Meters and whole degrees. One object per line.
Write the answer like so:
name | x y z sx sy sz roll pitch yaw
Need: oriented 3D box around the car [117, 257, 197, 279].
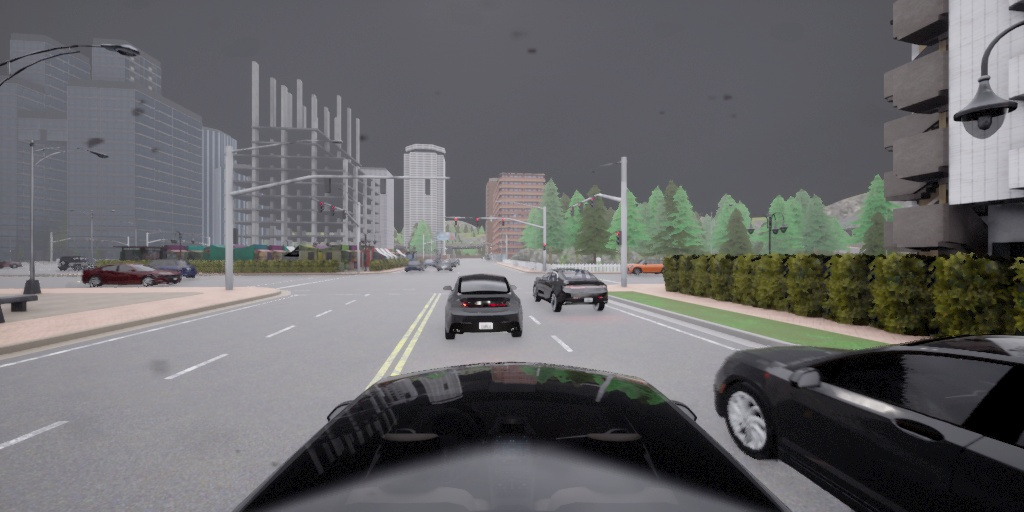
car | -29.481 1.102 30.141 4.553 1.767 2.097 0 0 -5

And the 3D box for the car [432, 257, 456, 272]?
car | -8.460 1.241 45.156 2.128 1.511 4.902 0 0 -8

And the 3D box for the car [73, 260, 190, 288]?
car | -24.623 1.227 23.350 5.008 1.535 1.882 0 0 -5

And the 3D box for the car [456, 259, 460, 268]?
car | -10.257 1.297 60.234 2.033 1.411 5.357 0 0 -6

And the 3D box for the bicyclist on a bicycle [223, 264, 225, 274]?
bicyclist on a bicycle | -29.555 1.011 37.399 0.582 1.620 1.656 0 5 -5

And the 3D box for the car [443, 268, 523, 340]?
car | -0.867 1.255 10.111 1.837 1.490 4.892 0 0 -7

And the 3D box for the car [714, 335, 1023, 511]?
car | 3.299 1.255 2.138 1.837 1.490 4.892 0 0 -3

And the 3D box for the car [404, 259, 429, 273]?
car | -11.998 1.297 44.486 2.033 1.411 5.357 0 0 -6

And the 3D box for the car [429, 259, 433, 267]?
car | -13.704 1.276 59.581 1.812 1.442 4.674 0 0 -6

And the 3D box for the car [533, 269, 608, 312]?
car | 2.126 1.242 14.230 2.128 1.511 4.902 0 0 -9

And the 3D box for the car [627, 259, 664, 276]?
car | 14.019 1.102 37.536 4.553 1.767 2.097 0 0 -5
